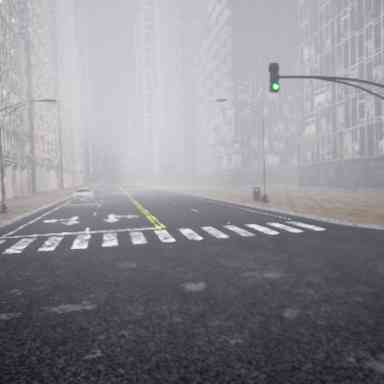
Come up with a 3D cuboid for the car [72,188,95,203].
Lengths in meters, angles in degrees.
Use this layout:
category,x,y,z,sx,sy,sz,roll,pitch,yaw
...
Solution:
category,x,y,z,sx,sy,sz,roll,pitch,yaw
car,-11.093,0.292,34.083,1.812,1.442,4.674,-2,3,-14
